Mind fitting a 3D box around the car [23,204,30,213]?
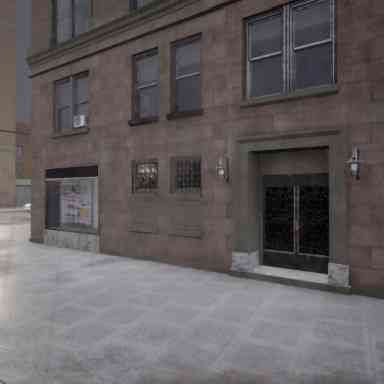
[{"bbox_3d":[-15.702,1.438,35.851,1.812,1.442,4.674,0,0,35],"label":"car"}]
